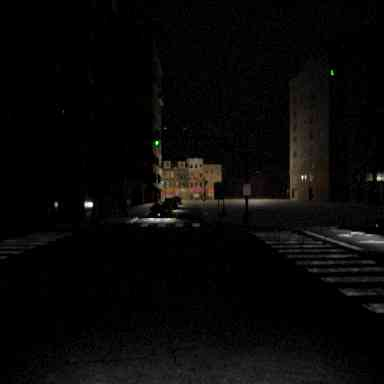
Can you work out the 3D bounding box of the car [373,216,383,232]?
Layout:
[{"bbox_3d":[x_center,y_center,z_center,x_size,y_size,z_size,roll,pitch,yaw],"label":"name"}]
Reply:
[{"bbox_3d":[12.133,1.503,17.625,4.674,1.442,1.812,0,0,0],"label":"car"}]

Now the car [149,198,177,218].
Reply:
[{"bbox_3d":[-2.808,1.551,30.916,2.033,1.411,5.357,0,0,0],"label":"car"}]

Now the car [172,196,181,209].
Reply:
[{"bbox_3d":[-2.808,1.524,44.029,1.837,1.490,4.892,0,0,0],"label":"car"}]
